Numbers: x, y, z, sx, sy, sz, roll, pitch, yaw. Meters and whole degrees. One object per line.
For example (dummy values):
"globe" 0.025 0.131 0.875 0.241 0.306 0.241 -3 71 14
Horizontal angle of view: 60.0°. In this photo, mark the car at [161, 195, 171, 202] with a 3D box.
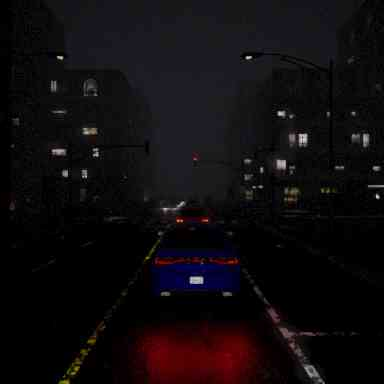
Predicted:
"car" -5.798 1.470 74.569 1.967 1.590 4.097 0 0 0

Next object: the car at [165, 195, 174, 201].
"car" -5.814 1.480 85.934 1.967 1.590 4.097 0 0 0

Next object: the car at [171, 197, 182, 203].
"car" -3.109 1.626 68.201 1.895 1.301 4.718 0 0 0

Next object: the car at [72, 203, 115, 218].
"car" -9.476 1.720 31.364 4.181 1.385 1.994 -1 0 13

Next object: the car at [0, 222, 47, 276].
"car" -5.755 1.582 9.815 1.802 1.307 4.206 0 0 0

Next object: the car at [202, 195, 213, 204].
"car" 2.607 1.458 57.535 1.967 1.590 4.097 0 0 0

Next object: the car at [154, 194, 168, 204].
"car" -5.782 1.336 63.203 2.192 1.841 5.009 0 0 0

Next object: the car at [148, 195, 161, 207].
"car" -5.765 1.580 51.838 1.947 1.339 4.313 0 0 0

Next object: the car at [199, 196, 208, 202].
"car" 2.583 1.612 74.582 1.802 1.307 4.206 0 0 0

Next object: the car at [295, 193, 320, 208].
"car" 14.505 1.014 38.183 5.009 1.841 2.192 -1 1 -1

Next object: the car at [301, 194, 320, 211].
"car" 14.732 1.205 35.614 4.892 1.490 1.837 -1 0 -1

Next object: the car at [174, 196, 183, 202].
"car" -3.114 1.621 78.539 1.895 1.301 4.718 0 0 0

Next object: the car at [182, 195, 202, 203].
"car" 0.019 1.507 51.684 2.128 1.511 4.902 0 0 0

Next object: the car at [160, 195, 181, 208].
"car" -3.151 1.560 49.210 2.033 1.411 5.357 0 0 -1

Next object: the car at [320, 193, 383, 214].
"car" 14.651 1.029 29.805 5.009 1.841 2.192 -1 1 -1

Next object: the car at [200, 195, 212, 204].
"car" 2.599 1.461 63.217 1.967 1.590 4.097 0 0 0

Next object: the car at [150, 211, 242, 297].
"car" 0.090 1.477 8.612 1.882 1.535 5.008 0 0 0

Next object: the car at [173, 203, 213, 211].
"car" 0.072 1.526 17.952 1.812 1.442 4.674 0 0 1
